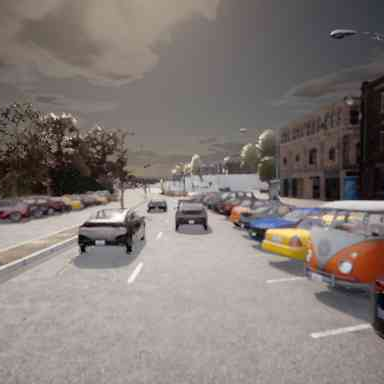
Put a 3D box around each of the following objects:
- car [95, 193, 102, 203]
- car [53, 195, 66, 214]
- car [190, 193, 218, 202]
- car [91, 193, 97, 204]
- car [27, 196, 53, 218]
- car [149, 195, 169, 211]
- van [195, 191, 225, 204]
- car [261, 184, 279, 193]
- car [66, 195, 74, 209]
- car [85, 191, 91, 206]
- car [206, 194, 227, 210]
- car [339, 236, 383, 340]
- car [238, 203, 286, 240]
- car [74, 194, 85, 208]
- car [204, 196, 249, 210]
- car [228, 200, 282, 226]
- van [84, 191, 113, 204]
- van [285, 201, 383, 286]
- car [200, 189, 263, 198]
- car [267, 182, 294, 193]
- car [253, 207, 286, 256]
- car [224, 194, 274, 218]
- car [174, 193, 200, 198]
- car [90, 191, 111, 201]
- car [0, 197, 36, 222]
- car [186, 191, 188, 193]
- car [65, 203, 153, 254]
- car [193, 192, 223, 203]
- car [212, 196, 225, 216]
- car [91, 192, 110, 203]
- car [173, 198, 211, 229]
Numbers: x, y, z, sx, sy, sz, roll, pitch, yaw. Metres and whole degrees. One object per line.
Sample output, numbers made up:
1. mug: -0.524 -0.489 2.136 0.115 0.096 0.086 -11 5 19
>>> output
1. car: -14.731 1.209 43.836 4.674 1.452 2.002 -1 1 -24
2. car: -13.900 1.280 29.053 5.008 1.535 2.097 -1 1 -22
3. car: 2.264 1.009 61.861 4.792 1.488 2.163 0 0 -26
4. car: -14.529 1.231 40.882 4.674 1.452 2.002 -1 1 -23
5. car: -13.767 1.332 26.111 4.792 1.488 2.163 -1 0 -22
6. car: -3.607 1.320 35.380 1.895 1.301 4.718 0 0 -3
7. van: 2.820 0.820 52.812 4.442 1.987 1.878 0 1 -25
8. car: 16.894 -0.405 74.044 2.002 1.452 4.674 -7 4 -30
9. car: -14.070 1.133 32.003 4.553 1.767 2.185 -1 0 -22
10. car: -14.323 1.087 37.935 4.553 1.767 2.185 -1 1 -23
11. car: 4.263 1.221 31.761 5.008 1.535 2.097 1 1 -23
12. car: 4.780 1.475 4.618 4.792 1.488 2.163 1 0 -20
13. car: 4.718 1.371 13.644 5.008 1.535 2.097 1 1 -21
14. car: -14.355 1.236 34.895 5.366 1.575 1.946 -1 1 -23
15. car: 3.961 1.211 37.801 4.674 1.452 2.002 0 0 -23
16. car: 4.660 1.348 16.662 4.892 1.521 2.231 1 0 -21
17. van: -15.609 0.851 55.690 4.442 1.987 1.878 -1 0 -25
18. van: 4.640 1.194 7.571 4.442 1.987 1.878 1 1 -20
19. car: 4.099 0.944 34.762 5.566 2.045 2.435 1 1 -23
20. car: 19.840 -0.989 74.559 2.435 2.045 5.566 -7 4 -30
21. car: 4.904 1.395 10.701 5.366 1.575 1.946 1 0 -20
22. car: 4.600 1.196 19.680 4.553 1.767 2.185 1 0 -21
23. car: -0.674 1.197 36.540 2.128 1.511 4.902 0 0 -3
24. car: -15.356 1.124 49.664 5.366 1.575 1.946 -1 1 -24
25. car: -13.730 1.356 23.117 4.792 1.488 2.163 -1 1 -22
26. car: 2.210 0.993 58.801 5.366 1.575 1.946 0 1 -26
27. car: -2.962 1.387 13.075 2.128 1.511 4.902 0 0 -1
28. car: 2.689 0.897 55.885 4.553 1.767 2.185 0 1 -25
29. car: 4.470 1.271 25.727 5.008 1.535 2.097 1 0 -22
30. car: -14.787 1.140 46.870 5.366 1.575 1.946 -1 0 -24
31. car: -0.075 1.341 20.303 1.837 1.490 4.892 0 0 -1
